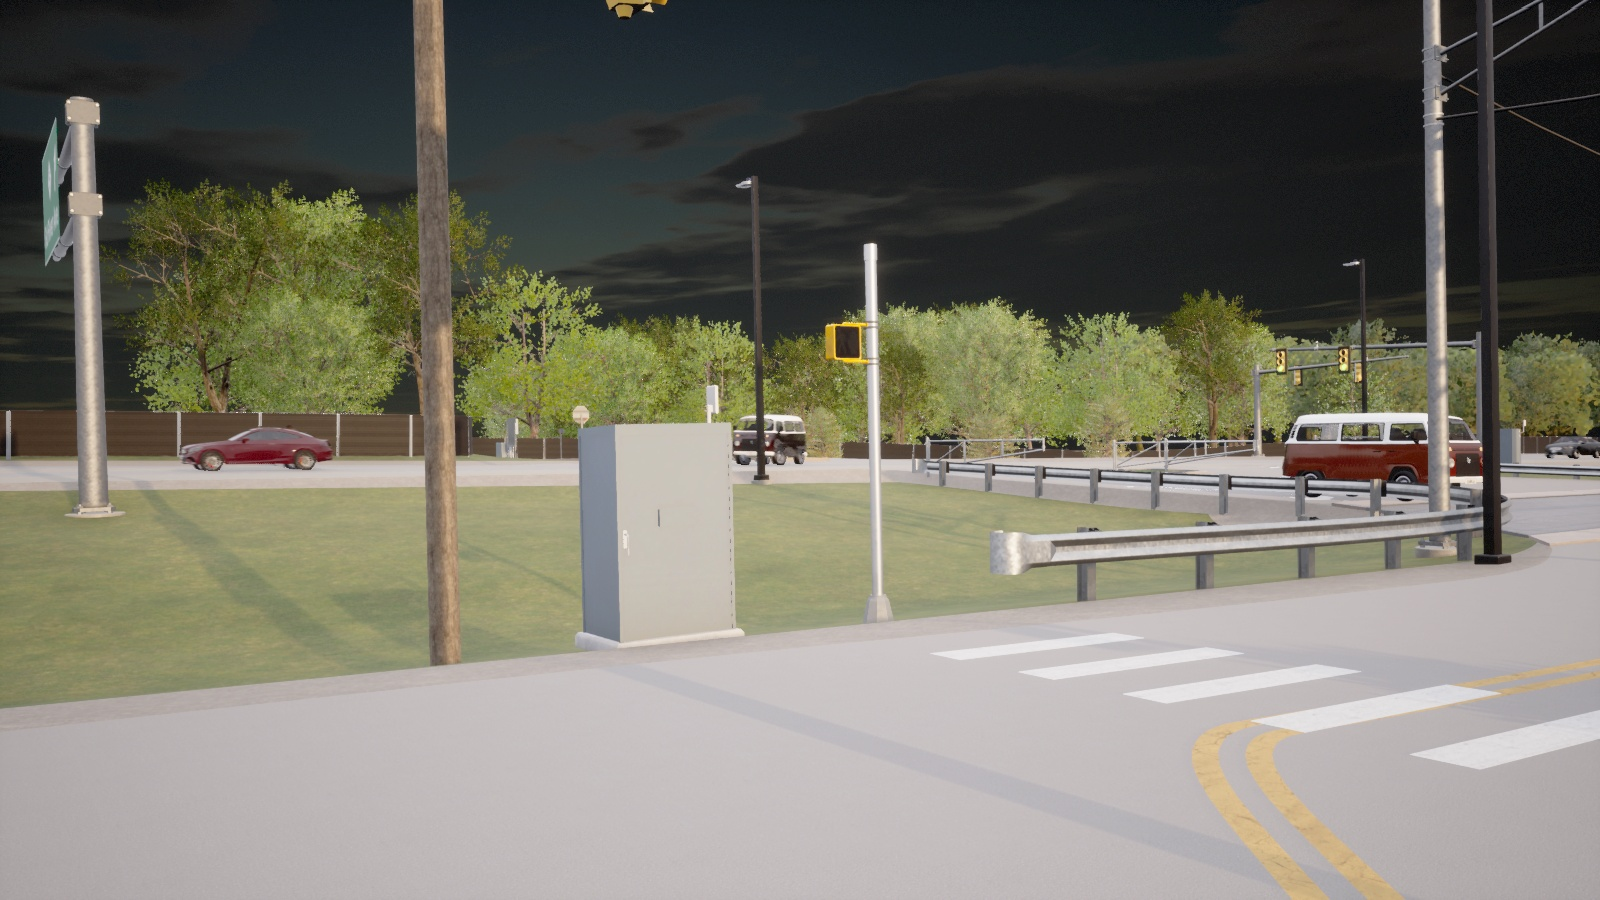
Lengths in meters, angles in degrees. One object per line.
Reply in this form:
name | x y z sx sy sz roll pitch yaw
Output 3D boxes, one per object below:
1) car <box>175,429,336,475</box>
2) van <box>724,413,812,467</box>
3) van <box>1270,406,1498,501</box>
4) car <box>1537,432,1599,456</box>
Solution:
car | -18.092 0.052 41.796 4.674 1.442 1.812 -1 0 -33
van | -1.205 -0.398 50.138 2.069 2.038 4.480 1 1 19
van | 13.654 0.076 29.631 2.069 2.038 4.480 0 0 -30
car | 51.417 -0.407 83.543 4.902 1.511 2.128 0 0 -33
